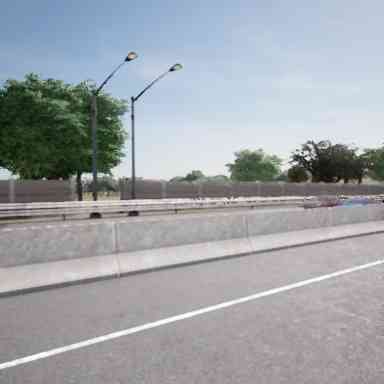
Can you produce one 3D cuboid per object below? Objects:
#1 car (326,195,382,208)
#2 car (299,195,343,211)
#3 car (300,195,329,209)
[{"bbox_3d":[13.080,1.194,26.213,5.008,1.535,1.882,-1,0,-35],"label":"car"},{"bbox_3d":[13.715,1.149,35.261,5.008,1.535,1.882,0,0,-35],"label":"car"},{"bbox_3d":[11.600,1.063,29.455,4.553,1.767,2.097,-1,0,-35],"label":"car"}]
